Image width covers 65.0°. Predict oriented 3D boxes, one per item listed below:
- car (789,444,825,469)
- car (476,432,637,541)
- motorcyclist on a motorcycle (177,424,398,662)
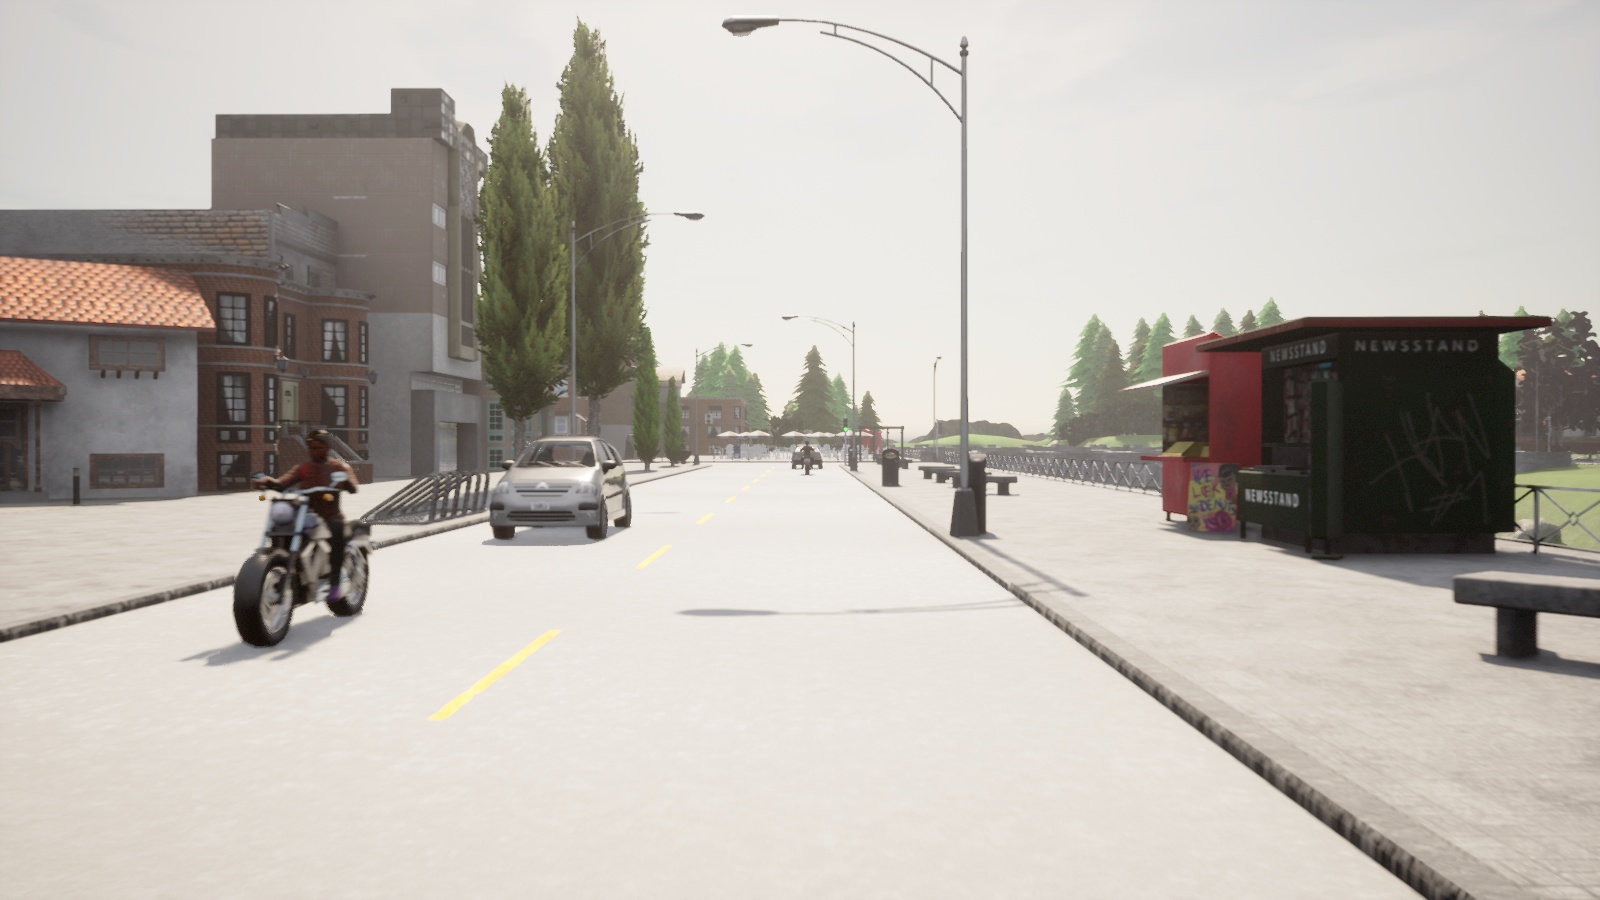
[{"bbox_3d":[0.425,0.376,74.153,2.033,1.411,5.357,0,0,0],"label":"car"},{"bbox_3d":[-3.870,0.525,20.615,1.851,1.617,3.988,0,0,0],"label":"car"},{"bbox_3d":[-3.929,0.638,9.884,0.766,1.649,2.350,0,0,0],"label":"motorcyclist on a motorcycle"}]
